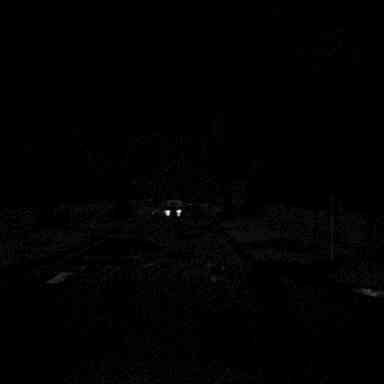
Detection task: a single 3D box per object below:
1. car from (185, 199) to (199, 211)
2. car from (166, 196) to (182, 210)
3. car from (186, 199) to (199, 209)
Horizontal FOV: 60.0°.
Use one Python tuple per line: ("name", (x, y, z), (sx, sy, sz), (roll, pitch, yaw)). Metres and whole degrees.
("car", (0.027, 1.878, 46.476), (2.128, 1.511, 4.902), (0, -1, 0))
("car", (-2.722, 1.680, 51.868), (2.150, 2.045, 5.566), (0, -1, 0))
("car", (0.031, 2.021, 56.896), (2.128, 1.511, 4.902), (0, -1, 0))
